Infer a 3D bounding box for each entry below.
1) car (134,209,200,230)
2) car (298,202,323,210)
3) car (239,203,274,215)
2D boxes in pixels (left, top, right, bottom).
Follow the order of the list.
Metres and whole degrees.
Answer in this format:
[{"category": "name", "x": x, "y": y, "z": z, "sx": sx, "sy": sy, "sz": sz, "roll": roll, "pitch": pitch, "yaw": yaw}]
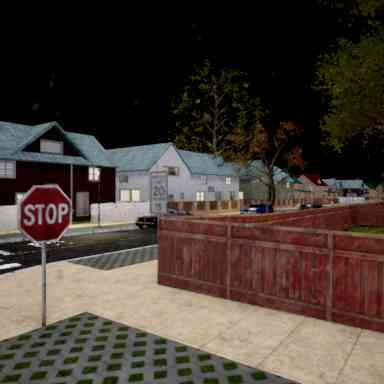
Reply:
[{"category": "car", "x": -1.506, "y": 1.778, "z": 21.738, "sx": 1.895, "sy": 1.301, "sz": 4.718, "roll": 0, "pitch": 0, "yaw": 37}, {"category": "car", "x": 16.092, "y": 1.998, "z": 45.003, "sx": 2.033, "sy": 1.411, "sz": 5.357, "roll": 0, "pitch": 0, "yaw": 37}, {"category": "car", "x": 6.389, "y": 1.829, "z": 32.229, "sx": 1.812, "sy": 1.442, "sz": 4.674, "roll": 0, "pitch": 0, "yaw": 37}]
